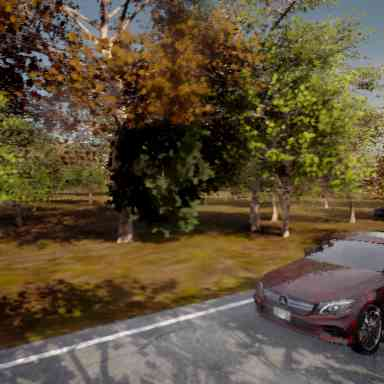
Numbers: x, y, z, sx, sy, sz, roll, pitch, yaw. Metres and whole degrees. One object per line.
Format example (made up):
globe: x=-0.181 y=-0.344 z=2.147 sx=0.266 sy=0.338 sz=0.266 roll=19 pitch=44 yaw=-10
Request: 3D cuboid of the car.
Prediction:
car: x=3.256 y=1.500 z=6.150 sx=4.674 sy=1.442 sz=1.812 roll=0 pitch=0 yaw=-33
